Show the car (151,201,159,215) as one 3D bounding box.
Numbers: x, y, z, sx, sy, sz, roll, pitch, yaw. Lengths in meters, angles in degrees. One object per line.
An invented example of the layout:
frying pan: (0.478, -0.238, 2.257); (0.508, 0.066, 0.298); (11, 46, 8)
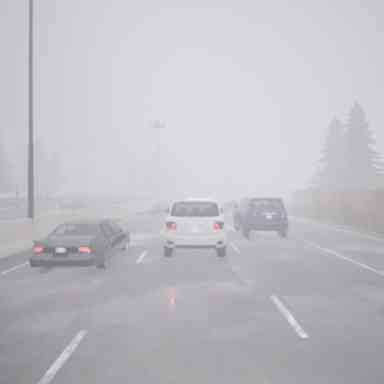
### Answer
car: (-2.909, 1.580, 34.483); (2.033, 1.411, 5.357); (0, 0, 5)

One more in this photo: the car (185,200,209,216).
car: (0.606, 1.581, 34.587); (2.033, 1.411, 5.357); (0, 0, 6)

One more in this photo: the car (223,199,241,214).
car: (4.491, 1.542, 37.341); (1.837, 1.490, 4.892); (0, 0, 7)

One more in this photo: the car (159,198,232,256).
car: (0.102, 1.235, 13.280); (2.150, 2.045, 5.566); (0, 0, 0)

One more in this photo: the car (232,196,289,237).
car: (3.599, 1.242, 18.167); (2.150, 2.045, 5.566); (0, 0, 0)

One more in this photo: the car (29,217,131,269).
car: (-3.403, 1.558, 11.134); (2.033, 1.411, 5.357); (0, 0, 0)

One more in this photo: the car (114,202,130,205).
car: (-10.949, 1.574, 50.776); (1.812, 1.442, 4.674); (0, 0, 14)
